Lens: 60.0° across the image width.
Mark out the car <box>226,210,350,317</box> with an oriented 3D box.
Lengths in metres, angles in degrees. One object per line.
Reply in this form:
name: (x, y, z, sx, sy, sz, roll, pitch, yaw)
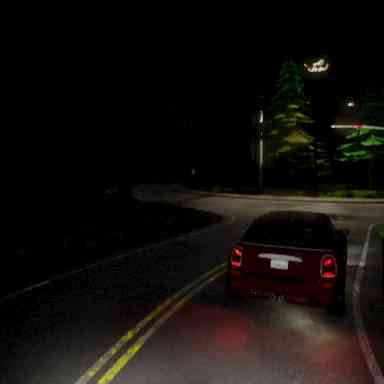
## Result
car: (2.410, 1.204, 7.657, 2.097, 1.767, 4.553, 2, 2, 25)
